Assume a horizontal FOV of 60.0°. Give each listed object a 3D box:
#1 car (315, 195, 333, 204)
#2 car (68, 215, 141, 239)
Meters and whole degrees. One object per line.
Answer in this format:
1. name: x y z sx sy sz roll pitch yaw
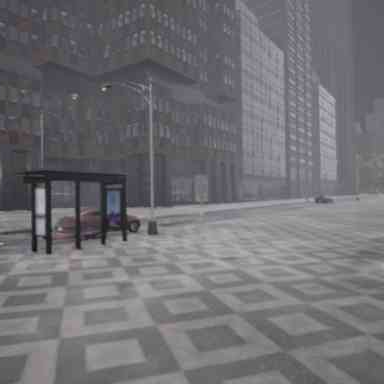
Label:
1. car: 21.124 1.172 53.207 1.882 1.535 5.008 -1 0 35
2. car: -4.705 1.494 17.052 1.812 1.442 4.674 -1 0 35
